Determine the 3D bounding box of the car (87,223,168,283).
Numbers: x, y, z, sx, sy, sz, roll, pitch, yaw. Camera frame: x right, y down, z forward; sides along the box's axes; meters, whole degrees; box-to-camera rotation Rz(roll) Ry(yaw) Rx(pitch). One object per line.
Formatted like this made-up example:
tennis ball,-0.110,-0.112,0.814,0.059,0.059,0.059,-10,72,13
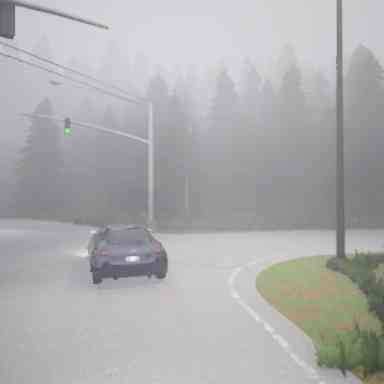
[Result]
car,-2.081,1.621,10.058,1.994,1.385,4.181,0,0,-18
